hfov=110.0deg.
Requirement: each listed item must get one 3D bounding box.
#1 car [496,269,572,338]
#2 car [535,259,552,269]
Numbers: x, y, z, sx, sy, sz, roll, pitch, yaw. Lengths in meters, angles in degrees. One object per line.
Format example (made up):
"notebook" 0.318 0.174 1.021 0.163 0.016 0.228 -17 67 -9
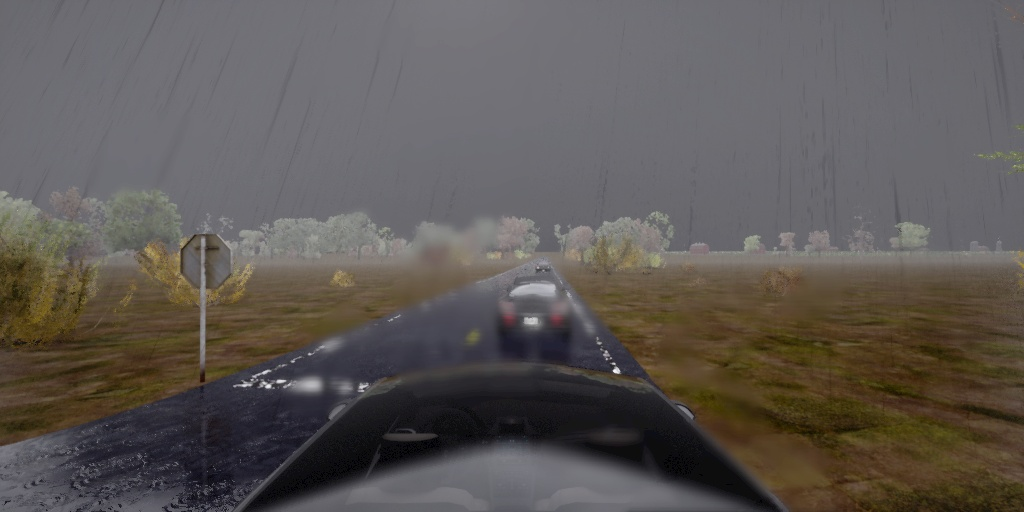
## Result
"car" 0.673 1.275 10.142 1.812 1.442 4.674 0 0 5
"car" 3.758 1.346 42.428 1.895 1.301 4.718 0 0 6
